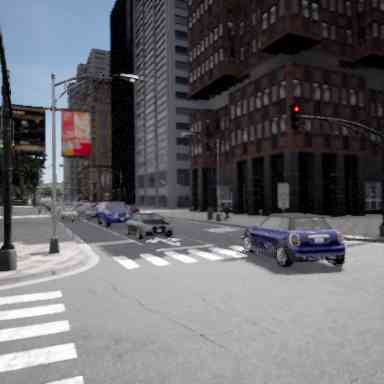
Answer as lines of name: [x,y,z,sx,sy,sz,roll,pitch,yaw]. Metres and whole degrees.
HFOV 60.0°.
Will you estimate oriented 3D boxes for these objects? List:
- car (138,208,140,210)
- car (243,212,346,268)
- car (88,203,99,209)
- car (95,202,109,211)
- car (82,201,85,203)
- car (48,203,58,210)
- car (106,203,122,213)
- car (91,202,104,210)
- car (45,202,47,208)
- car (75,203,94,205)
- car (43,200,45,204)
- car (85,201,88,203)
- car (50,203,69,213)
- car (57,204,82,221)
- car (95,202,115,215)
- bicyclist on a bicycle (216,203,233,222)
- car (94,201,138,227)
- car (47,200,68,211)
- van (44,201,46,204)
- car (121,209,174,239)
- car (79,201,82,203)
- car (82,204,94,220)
car: [-8.549,2.462,46.400,1.887,1.381,4.507,-1,-1,-25]
car: [3.533,1.573,12.408,2.097,1.767,4.553,-1,-1,-11]
car: [-22.490,3.131,75.807,1.887,1.381,4.507,-1,-1,-25]
car: [-17.845,2.801,66.006,1.967,1.590,4.097,-1,-1,-25]
car: [-24.812,3.250,80.708,2.008,1.369,4.403,-1,-1,-25]
car: [-30.197,3.204,72.166,1.887,1.381,4.507,-1,-1,-25]
car: [-13.269,2.667,56.357,1.752,1.417,4.829,-1,-1,-25]
car: [-20.168,2.913,70.907,1.967,1.590,4.097,-1,-1,-25]
car: [-27.878,2.861,67.267,2.192,1.841,5.009,-1,-1,-25]
car: [-15.044,2.590,46.528,1.994,1.385,4.181,-1,-1,-25]
car: [-37.170,3.439,86.874,1.967,1.590,4.097,-1,-1,-25]
car: [-17.268,2.745,58.581,1.837,1.490,4.892,-1,-1,-25]
car: [-20.902,2.793,52.558,1.802,1.307,4.206,-1,-1,-25]
car: [-13.858,2.403,37.698,1.752,1.417,4.829,-1,-1,-25]
car: [-13.002,2.389,49.584,2.097,1.767,4.553,-1,-1,-25]
bicyclist on a bicycle: [2.840,1.783,29.073,1.656,1.620,0.582,-1,-1,-25]
car: [-6.699,1.854,28.812,2.150,2.045,5.566,-1,-1,-26]
car: [-23.230,2.637,57.463,2.192,1.841,5.009,-1,-1,-25]
van: [-34.848,3.227,81.973,1.690,1.788,3.998,-1,-1,-25]
car: [-2.674,2.010,20.338,1.994,1.385,4.181,-1,-1,-26]
car: [-27.208,3.342,85.763,1.752,1.417,4.829,-1,-1,-25]
car: [-10.787,2.388,37.459,1.994,1.385,4.181,-1,-1,-25]
